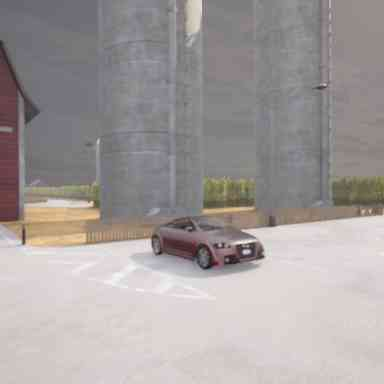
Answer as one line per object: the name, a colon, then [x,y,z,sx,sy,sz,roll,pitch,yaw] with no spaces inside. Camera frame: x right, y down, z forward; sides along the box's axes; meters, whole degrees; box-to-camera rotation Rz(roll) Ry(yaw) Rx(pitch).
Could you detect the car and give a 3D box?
car: [0.370,1.500,10.960,1.994,1.381,4.181,-1,0,-36]
